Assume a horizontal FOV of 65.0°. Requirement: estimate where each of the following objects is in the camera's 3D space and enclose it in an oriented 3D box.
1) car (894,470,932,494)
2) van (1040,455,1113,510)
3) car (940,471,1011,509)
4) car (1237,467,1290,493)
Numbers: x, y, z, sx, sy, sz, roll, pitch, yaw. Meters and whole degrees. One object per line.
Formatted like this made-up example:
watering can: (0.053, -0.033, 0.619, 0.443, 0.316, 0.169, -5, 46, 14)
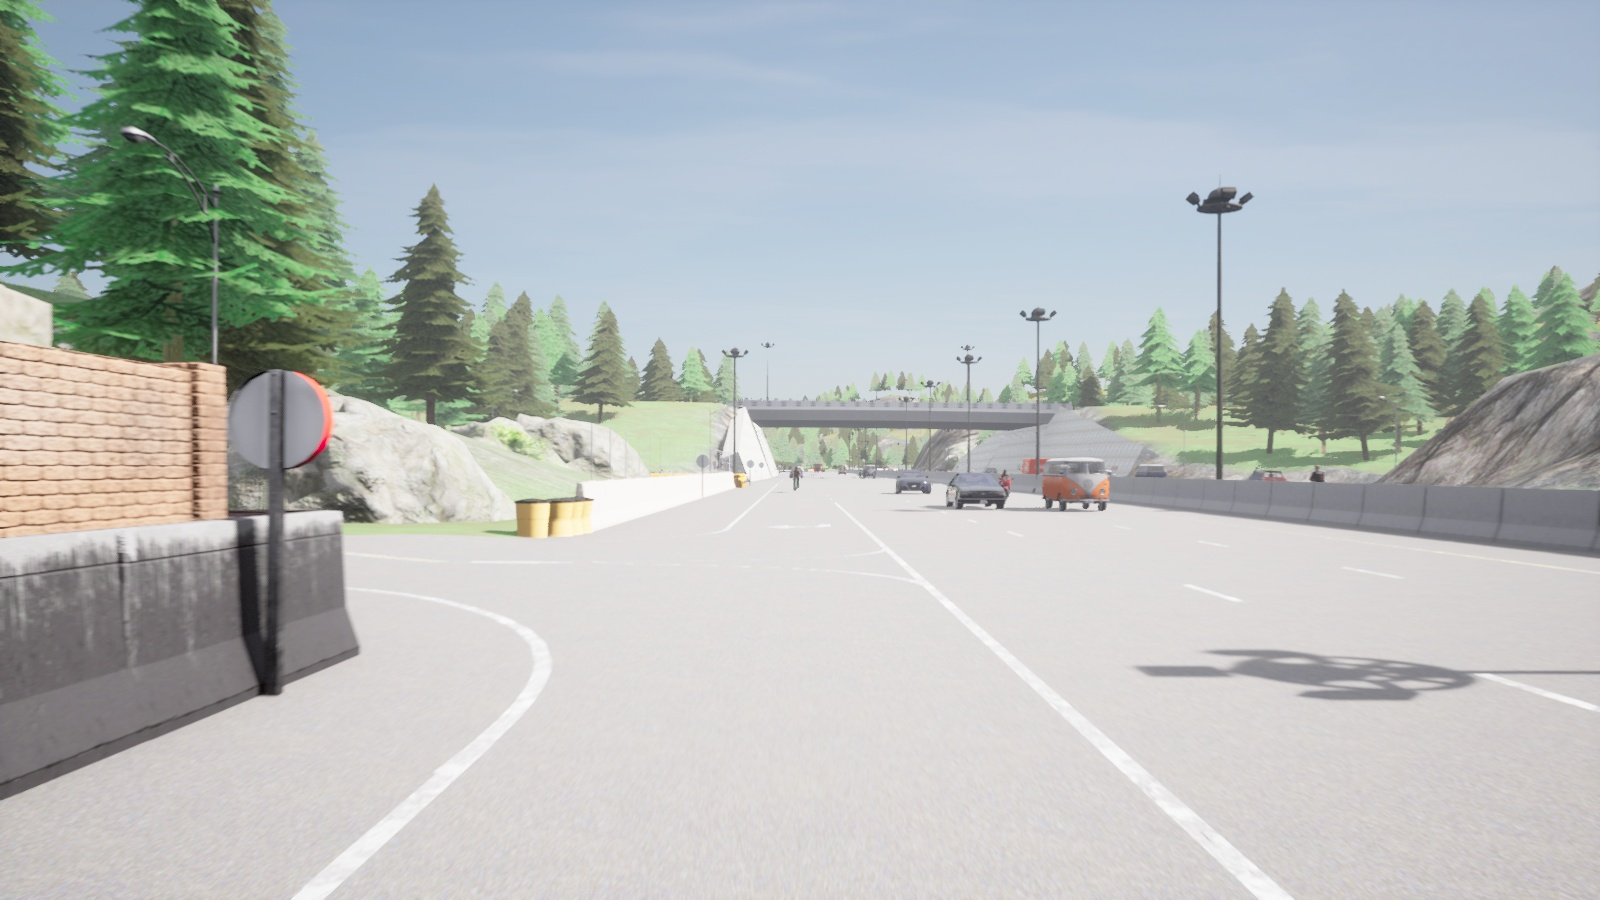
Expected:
car: (6.795, 1.923, 75.910, 1.994, 1.385, 4.181, 0, -1, 2)
van: (10.368, 1.194, 47.358, 1.775, 1.987, 4.442, 0, -1, 0)
car: (6.863, 1.534, 49.588, 2.033, 1.411, 5.357, 0, -1, 0)
car: (27.791, 1.784, 75.409, 1.845, 1.501, 3.633, 0, -1, 0)
